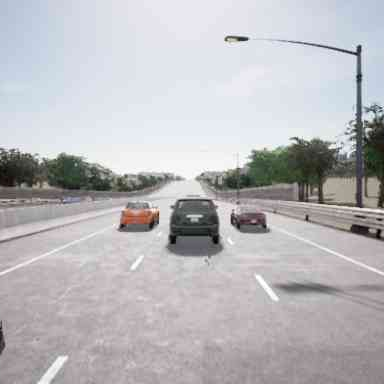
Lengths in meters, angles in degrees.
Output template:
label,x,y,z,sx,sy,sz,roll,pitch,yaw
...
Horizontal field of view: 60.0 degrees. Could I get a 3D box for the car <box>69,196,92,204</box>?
label,x,y,z,sx,sy,sz,roll,pitch,yaw
car,-17.532,1.496,53.428,2.097,1.767,4.553,0,0,0

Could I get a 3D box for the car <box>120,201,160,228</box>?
label,x,y,z,sx,sy,sz,roll,pitch,yaw
car,-3.391,1.362,22.393,2.097,1.767,4.553,0,0,0

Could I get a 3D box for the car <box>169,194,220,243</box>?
label,x,y,z,sx,sy,sz,roll,pitch,yaw
car,0.107,1.226,16.179,2.150,2.045,5.566,0,0,0

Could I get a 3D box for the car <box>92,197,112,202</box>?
label,x,y,z,sx,sy,sz,roll,pitch,yaw
car,-14.035,1.621,53.406,1.882,1.535,5.008,0,0,0

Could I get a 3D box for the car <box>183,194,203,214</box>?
label,x,y,z,sx,sy,sz,roll,pitch,yaw
car,0.115,1.271,37.748,2.150,2.045,5.566,0,0,0

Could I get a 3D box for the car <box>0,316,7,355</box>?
label,x,y,z,sx,sy,sz,roll,pitch,yaw
car,-3.398,1.563,2.608,1.994,1.385,4.181,0,0,0

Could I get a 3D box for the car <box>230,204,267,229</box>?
label,x,y,z,sx,sy,sz,roll,pitch,yaw
car,3.608,1.534,21.689,1.812,1.442,4.674,0,0,0

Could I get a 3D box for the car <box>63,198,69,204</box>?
label,x,y,z,sx,sy,sz,roll,pitch,yaw
car,-21.006,1.663,58.707,1.882,1.535,5.008,0,0,1
